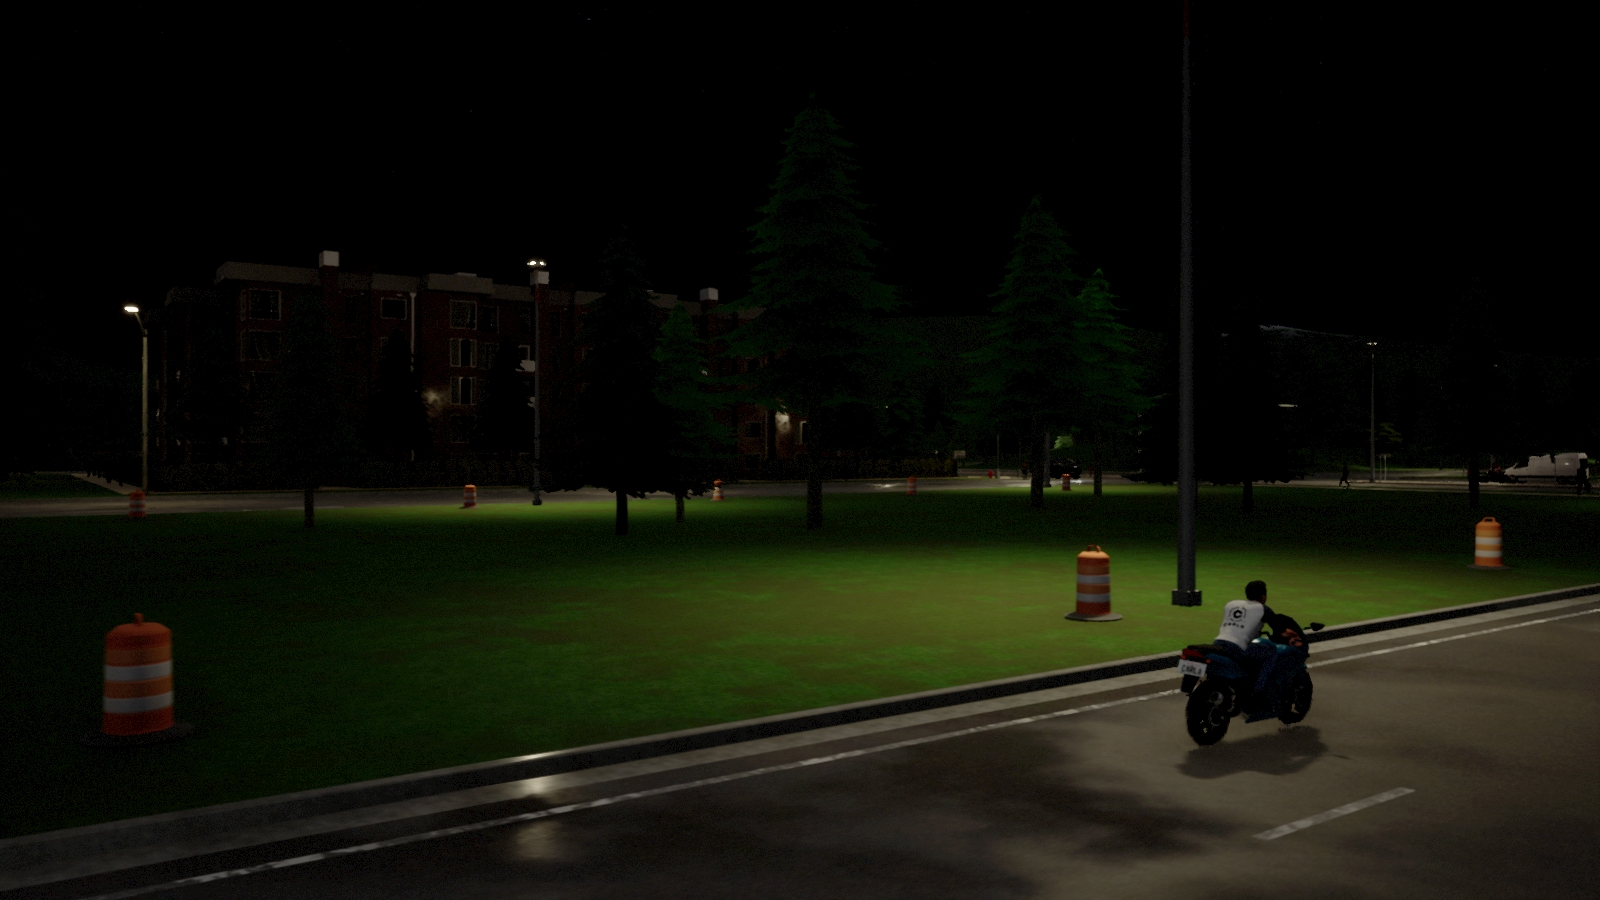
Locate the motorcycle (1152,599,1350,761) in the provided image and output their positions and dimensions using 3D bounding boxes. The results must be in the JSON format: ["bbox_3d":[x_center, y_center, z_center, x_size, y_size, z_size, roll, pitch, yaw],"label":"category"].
[{"bbox_3d":[4.426,2.184,11.156,2.033,1.199,0.803,-1,0,-35],"label":"motorcycle"}]

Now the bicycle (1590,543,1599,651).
[{"bbox_3d":[11.913,2.054,16.402,1.835,1.471,0.329,-1,0,-35],"label":"bicycle"}]

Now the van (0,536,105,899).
[{"bbox_3d":[-4.094,1.534,0.923,5.915,2.561,1.988,0,0,-35],"label":"van"}]
